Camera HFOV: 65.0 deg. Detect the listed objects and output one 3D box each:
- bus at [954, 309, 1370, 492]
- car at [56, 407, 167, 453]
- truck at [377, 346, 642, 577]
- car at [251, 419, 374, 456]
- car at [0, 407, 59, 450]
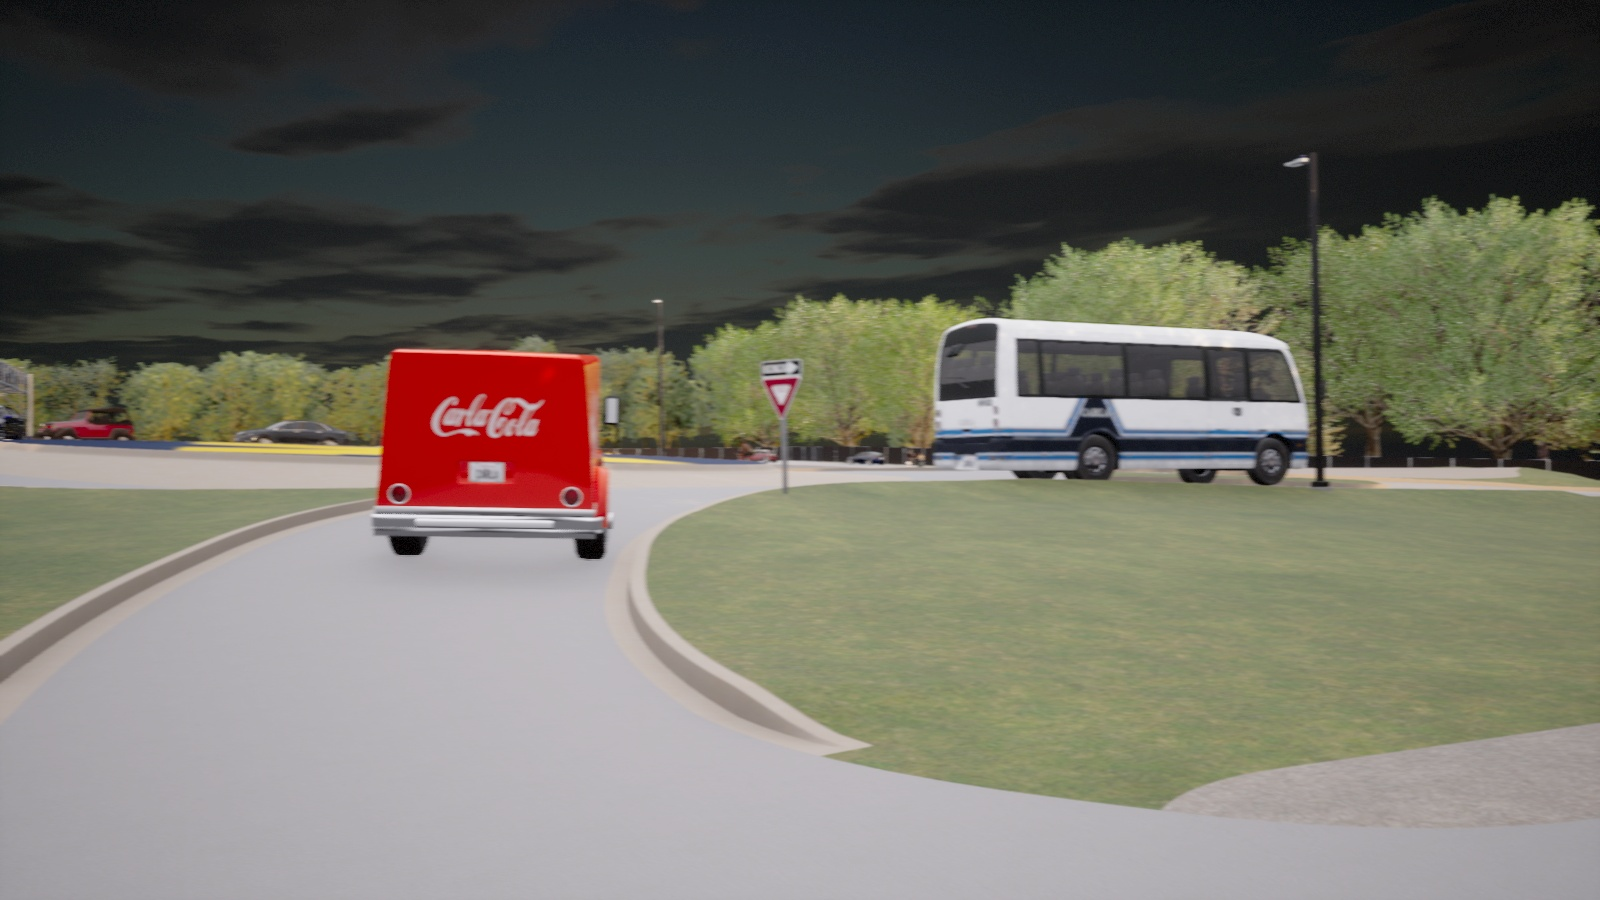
[{"bbox_3d":[9.525,-1.150,32.945,10.273,4.253,3.944,0,0,-23],"label":"bus"},{"bbox_3d":[-30.424,-0.842,55.572,1.905,1.878,3.866,-2,-1,36],"label":"car"},{"bbox_3d":[-3.480,-0.026,16.234,2.627,2.467,5.204,1,4,-5],"label":"truck"},{"bbox_3d":[-22.395,-0.539,57.779,4.892,1.490,1.837,2,-3,-37],"label":"car"},{"bbox_3d":[-28.114,-0.755,44.910,1.816,1.474,4.193,0,0,-16],"label":"car"}]
